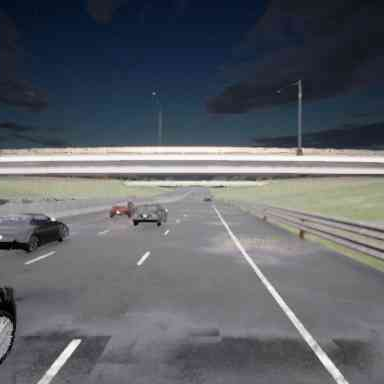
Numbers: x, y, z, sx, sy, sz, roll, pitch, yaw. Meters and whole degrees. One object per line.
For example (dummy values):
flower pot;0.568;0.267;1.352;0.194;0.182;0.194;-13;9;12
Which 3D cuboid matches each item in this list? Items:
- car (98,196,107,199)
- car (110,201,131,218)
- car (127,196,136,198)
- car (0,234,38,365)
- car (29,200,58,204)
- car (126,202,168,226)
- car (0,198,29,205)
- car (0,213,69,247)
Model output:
car;-21.602;1.636;80.047;1.812;1.442;4.674;0;-1;2
car;-6.062;1.531;30.037;1.812;1.442;4.674;0;0;2
car;-14.590;1.558;80.197;2.097;1.767;4.553;0;-1;2
car;-3.372;1.466;2.634;1.882;1.535;5.008;0;0;0
car;-16.420;1.585;38.222;1.994;1.385;4.181;0;0;3
car;-2.836;1.543;23.308;2.033;1.411;5.357;0;0;2
car;-19.923;1.543;38.235;1.812;1.442;4.674;0;0;3
car;-6.671;1.538;13.550;1.994;1.385;4.181;0;0;2
